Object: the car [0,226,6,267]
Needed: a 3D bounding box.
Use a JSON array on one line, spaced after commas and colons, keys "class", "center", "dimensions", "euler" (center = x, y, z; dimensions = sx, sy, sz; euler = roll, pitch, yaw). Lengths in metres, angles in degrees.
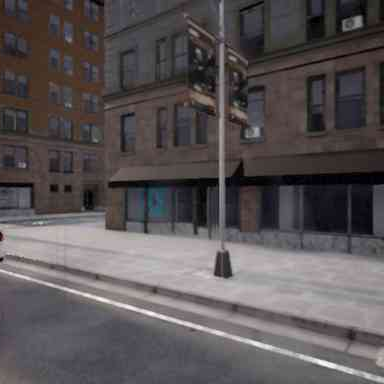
[{"class": "car", "center": [-7.174, 1.235, 8.925], "dimensions": [5.566, 2.045, 2.150], "euler": [0, 0, 36]}]
